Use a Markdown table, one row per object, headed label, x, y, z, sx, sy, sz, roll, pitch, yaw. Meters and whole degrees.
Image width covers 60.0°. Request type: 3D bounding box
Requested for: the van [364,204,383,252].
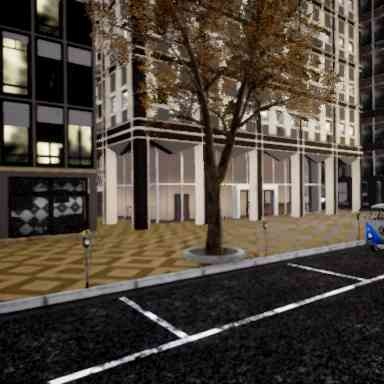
| label | x | y | z | sx | sy | sz | roll | pitch | yaw |
| --- | --- | --- | --- | --- | --- | --- | --- | --- | --- |
| van | 8.052 | 1.293 | 12.383 | 3.998 | 1.788 | 1.690 | 0 | 0 | -36 |
